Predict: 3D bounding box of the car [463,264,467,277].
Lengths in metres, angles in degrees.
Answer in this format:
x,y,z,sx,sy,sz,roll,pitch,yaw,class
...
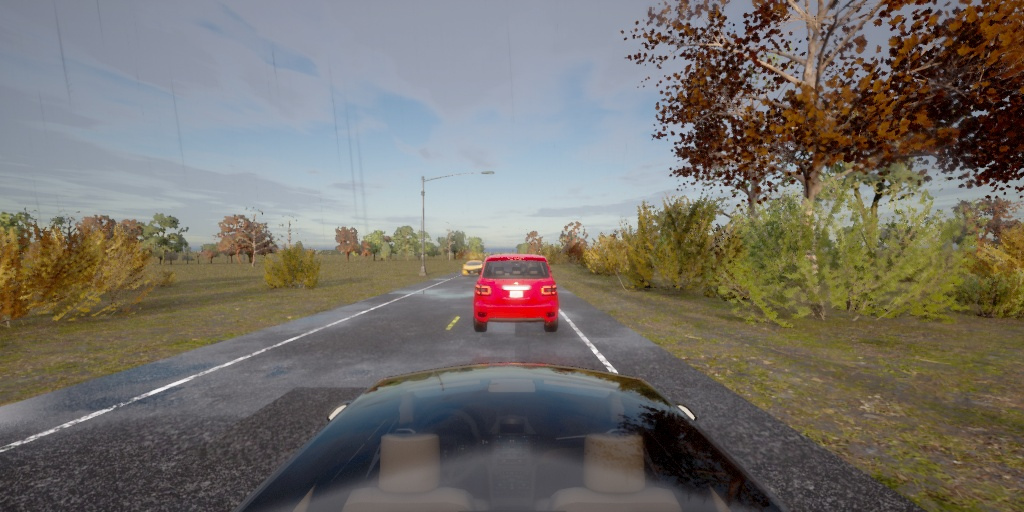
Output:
x,y,z,sx,sy,sz,roll,pitch,yaw,class
-3.698,1.216,35.463,1.882,1.535,5.008,0,0,0,car

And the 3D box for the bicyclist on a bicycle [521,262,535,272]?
x,y,z,sx,sy,sz,roll,pitch,yaw,class
0.945,1.114,18.658,0.659,1.776,1.843,0,0,0,bicyclist on a bicycle

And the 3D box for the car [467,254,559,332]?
x,y,z,sx,sy,sz,roll,pitch,yaw,class
0.093,0.968,10.952,2.150,2.045,5.566,0,0,0,car
